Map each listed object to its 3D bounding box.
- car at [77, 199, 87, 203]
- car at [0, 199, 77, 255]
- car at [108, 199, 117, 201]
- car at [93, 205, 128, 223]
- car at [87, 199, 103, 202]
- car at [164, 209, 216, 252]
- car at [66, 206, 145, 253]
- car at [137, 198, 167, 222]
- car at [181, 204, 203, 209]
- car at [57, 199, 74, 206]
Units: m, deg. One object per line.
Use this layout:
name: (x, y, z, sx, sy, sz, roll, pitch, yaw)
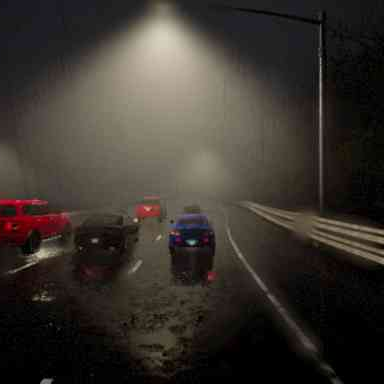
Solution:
car: (-24.492, 2.296, 73.915, 1.812, 1.442, 4.674, 0, -1, 0)
car: (-6.998, 1.351, 14.023, 2.150, 2.045, 5.566, 0, 0, 0)
car: (-17.492, 2.250, 73.915, 1.882, 1.535, 5.008, 0, -1, 0)
car: (-6.995, 1.886, 29.103, 1.895, 1.301, 4.718, 0, -1, 0)
car: (-20.992, 2.250, 73.916, 1.882, 1.535, 5.008, 0, -1, 0)
car: (0.007, 1.664, 14.368, 1.812, 1.442, 4.674, 0, 0, 0)
car: (-3.492, 1.617, 14.478, 1.882, 1.535, 5.008, 0, 0, 0)
car: (-3.496, 1.501, 29.027, 2.150, 2.045, 5.566, 0, 0, 0)
car: (0.008, 1.814, 29.371, 1.812, 1.442, 4.674, 0, 0, 0)
car: (-27.992, 2.272, 73.916, 1.837, 1.490, 4.892, 0, -1, 0)
